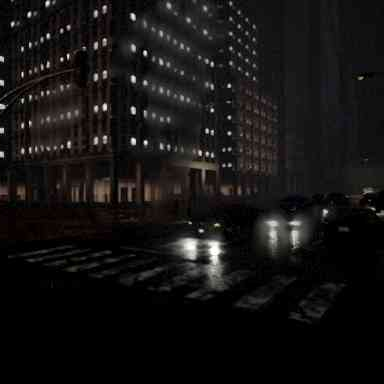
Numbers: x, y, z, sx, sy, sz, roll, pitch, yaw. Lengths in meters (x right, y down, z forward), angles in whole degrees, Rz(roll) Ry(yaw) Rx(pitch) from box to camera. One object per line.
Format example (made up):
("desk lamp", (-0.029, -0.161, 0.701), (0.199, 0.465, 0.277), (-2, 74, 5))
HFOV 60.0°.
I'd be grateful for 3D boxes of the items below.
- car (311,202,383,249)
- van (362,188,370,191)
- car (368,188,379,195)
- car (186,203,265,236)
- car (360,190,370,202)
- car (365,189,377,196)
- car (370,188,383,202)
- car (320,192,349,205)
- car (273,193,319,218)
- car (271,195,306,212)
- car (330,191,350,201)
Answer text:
("car", (6.378, 1.274, 13.044), (1.947, 1.339, 4.313), (1, 1, 35))
("van", (38.557, -0.051, 73.203), (1.690, 1.788, 3.998), (1, 1, 35))
("car", (45.068, -0.139, 82.437), (1.967, 1.590, 4.097), (1, 1, 35))
("car", (1.922, 1.273, 16.795), (2.033, 1.411, 5.357), (0, 1, 35))
("car", (19.918, 0.822, 36.756), (1.994, 1.385, 4.181), (0, 1, 35))
("car", (41.813, 0.080, 77.824), (1.947, 1.339, 4.313), (1, 1, 35))
("car", (16.143, 0.735, 26.884), (2.192, 1.841, 5.009), (1, 1, 35))
("car", (16.036, 0.814, 36.764), (1.837, 1.490, 4.892), (0, 1, 35))
("car", (7.714, 1.032, 25.004), (1.882, 1.535, 5.008), (0, 1, 35))
("car", (9.259, 1.023, 31.669), (1.947, 1.339, 4.313), (1, 2, 35))
("car", (22.280, 0.621, 50.131), (1.887, 1.381, 4.507), (1, 1, 35))
